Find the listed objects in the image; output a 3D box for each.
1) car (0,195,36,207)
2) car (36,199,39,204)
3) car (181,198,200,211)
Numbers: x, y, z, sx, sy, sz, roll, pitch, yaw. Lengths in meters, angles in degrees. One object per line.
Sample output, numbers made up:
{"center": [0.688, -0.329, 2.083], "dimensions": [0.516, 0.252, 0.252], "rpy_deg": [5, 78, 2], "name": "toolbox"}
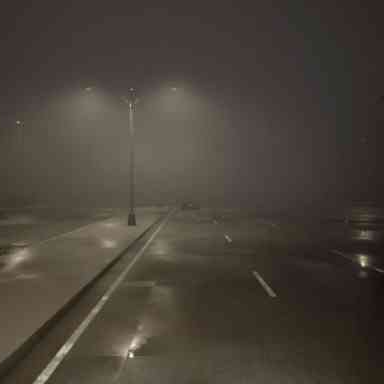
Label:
{"center": [-23.169, 1.288, 42.825], "dimensions": [4.718, 1.301, 1.895], "rpy_deg": [0, 0, 0], "name": "car"}
{"center": [-23.954, 1.167, 46.331], "dimensions": [4.892, 1.490, 1.837], "rpy_deg": [0, 0, 0], "name": "car"}
{"center": [-0.136, 1.300, 35.871], "dimensions": [1.994, 1.385, 4.181], "rpy_deg": [0, 0, 1], "name": "car"}
